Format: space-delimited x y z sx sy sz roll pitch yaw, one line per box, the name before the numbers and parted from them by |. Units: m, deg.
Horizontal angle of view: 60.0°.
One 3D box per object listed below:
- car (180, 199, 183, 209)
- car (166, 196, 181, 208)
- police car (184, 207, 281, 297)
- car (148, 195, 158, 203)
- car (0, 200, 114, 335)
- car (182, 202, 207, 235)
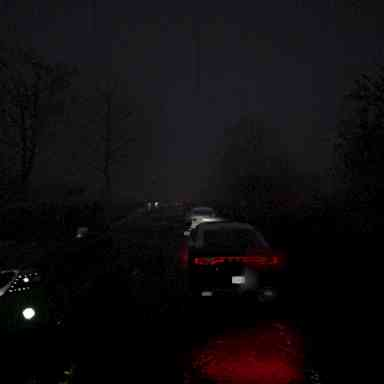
car | 0.243 1.503 24.699 1.837 1.490 4.892 0 0 -3
car | -2.273 1.478 47.033 1.882 1.535 5.008 0 0 -5
police car | 0.813 1.424 8.742 1.930 1.638 5.238 0 0 -1
car | -8.499 1.516 72.051 1.837 1.490 4.892 0 0 -9
car | -3.182 1.221 7.055 2.150 2.045 5.566 0 0 -1
car | 0.519 1.524 18.676 1.812 1.442 4.674 0 0 -2
